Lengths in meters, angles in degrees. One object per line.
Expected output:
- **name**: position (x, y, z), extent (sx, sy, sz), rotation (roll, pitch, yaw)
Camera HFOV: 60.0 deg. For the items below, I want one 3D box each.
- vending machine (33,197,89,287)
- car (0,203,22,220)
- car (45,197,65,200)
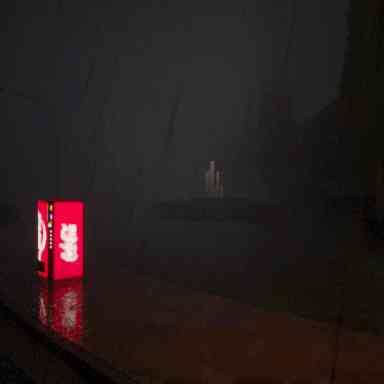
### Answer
- **vending machine**: position (-3.372, 1.195, 8.562), extent (1.100, 2.100, 0.880), rotation (0, 0, -41)
- **car**: position (-15.876, 1.564, 27.703), extent (1.994, 1.385, 4.181), rotation (0, 0, -7)
- **car**: position (-16.003, 1.352, 39.469), extent (2.097, 1.767, 4.553), rotation (0, 0, 1)
